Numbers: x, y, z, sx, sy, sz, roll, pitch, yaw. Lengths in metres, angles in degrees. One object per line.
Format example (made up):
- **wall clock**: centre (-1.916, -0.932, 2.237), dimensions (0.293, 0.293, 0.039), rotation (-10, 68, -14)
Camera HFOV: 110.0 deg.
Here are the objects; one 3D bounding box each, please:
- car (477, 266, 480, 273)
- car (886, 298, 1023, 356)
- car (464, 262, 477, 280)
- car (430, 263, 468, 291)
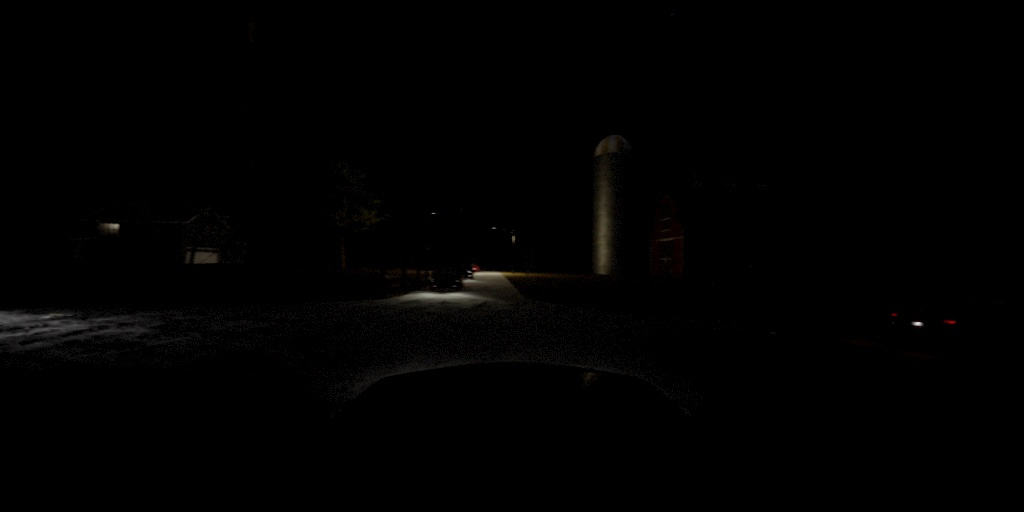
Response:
- **car**: centre (-6.453, 2.133, 59.935), dimensions (1.812, 1.442, 4.674), rotation (1, -1, -3)
- **car**: centre (13.351, 1.942, 10.163), dimensions (4.181, 1.385, 1.994), rotation (2, -1, -4)
- **car**: centre (-5.189, 1.557, 38.263), dimensions (2.097, 1.767, 4.553), rotation (1, -1, -4)
- **car**: centre (-4.339, 1.472, 24.505), dimensions (1.882, 1.535, 5.008), rotation (1, 0, -4)
